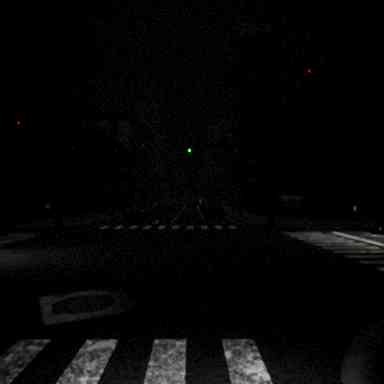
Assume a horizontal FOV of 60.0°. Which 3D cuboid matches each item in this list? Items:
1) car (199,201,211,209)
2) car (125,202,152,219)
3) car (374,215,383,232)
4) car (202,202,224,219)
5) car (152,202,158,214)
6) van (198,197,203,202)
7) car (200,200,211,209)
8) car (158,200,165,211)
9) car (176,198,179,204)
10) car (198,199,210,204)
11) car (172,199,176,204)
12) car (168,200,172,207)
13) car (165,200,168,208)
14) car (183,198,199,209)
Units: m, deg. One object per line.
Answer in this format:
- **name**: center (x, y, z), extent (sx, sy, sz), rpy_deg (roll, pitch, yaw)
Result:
- **car**: center (2.391, 2.368, 62.069), extent (2.008, 1.369, 4.403), rpy_deg (0, -1, 0)
- **car**: center (-5.676, 1.882, 34.532), extent (1.967, 1.590, 4.097), rpy_deg (0, -1, 0)
- **car**: center (13.007, 1.527, 19.036), extent (4.553, 1.767, 2.097), rpy_deg (0, -1, 0)
- **car**: center (2.349, 2.007, 34.517), extent (1.947, 1.339, 4.313), rpy_deg (0, -1, 0)
- **car**: center (-5.668, 1.955, 40.042), extent (1.967, 1.590, 4.097), rpy_deg (0, -1, 0)
- **van**: center (2.383, 2.081, 56.562), extent (1.690, 1.788, 3.998), rpy_deg (0, -1, 0)
- **car**: center (2.366, 2.170, 45.539), extent (1.802, 1.307, 4.206), rpy_deg (0, -1, 0)
- **car**: center (-5.651, 2.245, 51.061), extent (1.802, 1.307, 4.206), rpy_deg (0, -1, 0)
- **car**: center (-5.581, 2.877, 95.143), extent (1.802, 1.307, 4.206), rpy_deg (0, -1, 0)
- **car**: center (2.374, 2.229, 51.049), extent (1.947, 1.339, 4.313), rpy_deg (0, -1, 0)
- **car**: center (-5.608, 2.606, 78.612), extent (2.008, 1.369, 4.403), rpy_deg (0, -1, 0)
- **car**: center (-5.625, 2.336, 67.593), extent (1.967, 1.590, 4.097), rpy_deg (0, -1, 0)
- **car**: center (-5.642, 2.290, 56.571), extent (2.008, 1.369, 4.403), rpy_deg (0, -1, 0)
- **car**: center (-0.152, 2.270, 59.264), extent (2.128, 1.511, 4.902), rpy_deg (0, -1, 0)
